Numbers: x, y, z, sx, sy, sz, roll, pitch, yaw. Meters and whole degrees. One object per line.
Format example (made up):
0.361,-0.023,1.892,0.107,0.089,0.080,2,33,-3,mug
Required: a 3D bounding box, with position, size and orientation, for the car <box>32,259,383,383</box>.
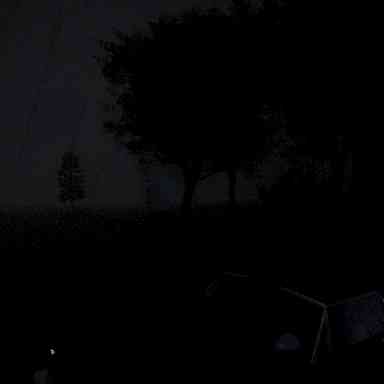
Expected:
0.912,1.565,3.632,4.718,1.301,1.895,0,2,-35,car
